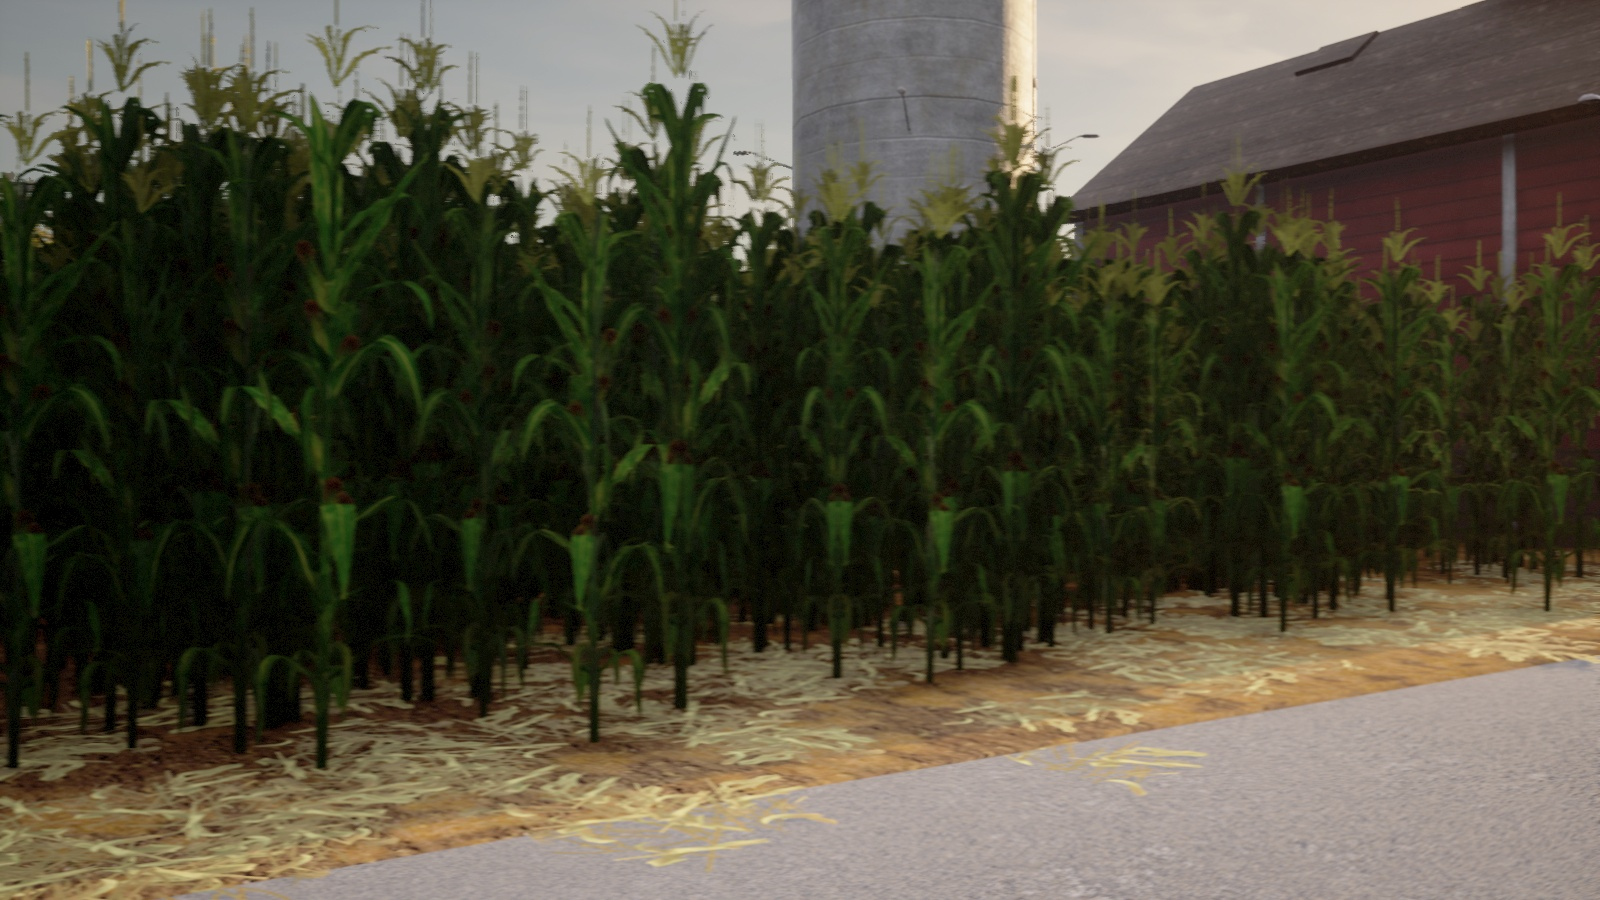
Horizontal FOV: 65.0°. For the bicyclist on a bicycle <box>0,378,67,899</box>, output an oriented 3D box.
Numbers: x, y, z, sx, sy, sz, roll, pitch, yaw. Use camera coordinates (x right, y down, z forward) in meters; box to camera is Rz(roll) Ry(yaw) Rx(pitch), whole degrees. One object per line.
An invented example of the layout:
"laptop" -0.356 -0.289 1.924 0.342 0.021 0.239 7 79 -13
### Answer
"bicyclist on a bicycle" -2.024 0.705 1.798 1.656 1.620 0.582 -1 0 -33
